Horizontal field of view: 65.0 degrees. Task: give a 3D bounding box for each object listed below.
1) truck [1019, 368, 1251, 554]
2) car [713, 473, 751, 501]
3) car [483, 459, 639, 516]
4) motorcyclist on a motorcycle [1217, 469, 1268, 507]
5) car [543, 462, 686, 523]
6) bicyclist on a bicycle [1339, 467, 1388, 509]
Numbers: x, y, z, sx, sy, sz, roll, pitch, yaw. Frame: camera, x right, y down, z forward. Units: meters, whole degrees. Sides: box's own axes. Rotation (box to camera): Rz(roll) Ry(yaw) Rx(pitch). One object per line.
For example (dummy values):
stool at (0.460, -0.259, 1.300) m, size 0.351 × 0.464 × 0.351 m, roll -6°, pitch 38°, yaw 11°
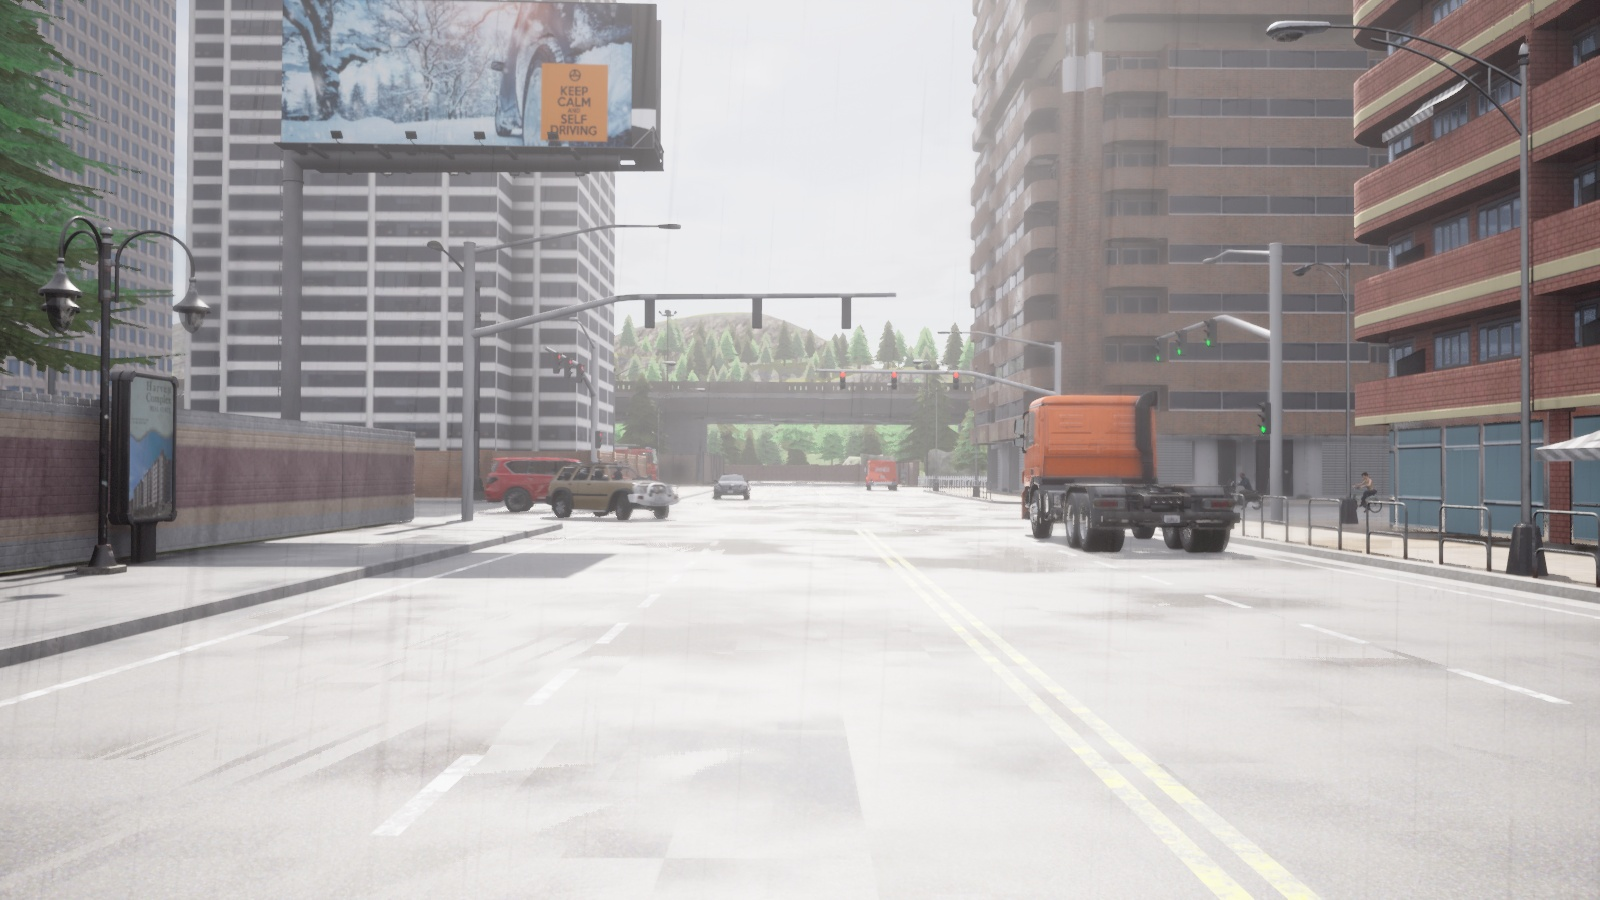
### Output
truck at (6.918, 0.267, 27.349) m, size 2.891 × 3.462 × 7.936 m, roll 0°, pitch -1°, yaw 0°
car at (-3.696, 2.019, 68.991) m, size 1.812 × 1.442 × 4.674 m, roll 0°, pitch -1°, yaw 0°
car at (-8.789, 1.357, 46.699) m, size 5.566 × 2.045 × 2.150 m, roll 0°, pitch -1°, yaw -7°
motorcyclist on a motorcycle at (18.769, 1.592, 53.265) m, size 1.817 × 1.590 × 0.866 m, roll 0°, pitch -1°, yaw 0°
car at (-5.972, 1.332, 40.101) m, size 4.605 × 1.855 × 1.932 m, roll -1°, pitch -2°, yaw 40°
bicyclist on a bicycle at (22.322, 1.501, 49.752) m, size 1.509 × 1.612 × 0.866 m, roll 0°, pitch -1°, yaw 0°
